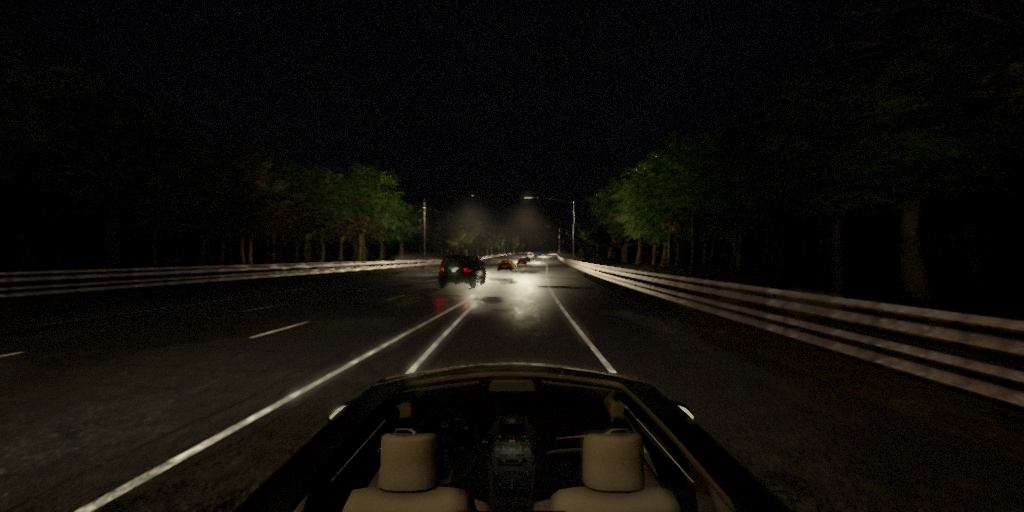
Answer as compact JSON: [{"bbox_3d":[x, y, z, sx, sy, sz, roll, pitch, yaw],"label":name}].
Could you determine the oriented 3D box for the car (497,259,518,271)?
[{"bbox_3d":[-0.740,1.168,47.001,1.882,1.535,5.008,0,0,6],"label":"car"}]

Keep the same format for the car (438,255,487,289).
[{"bbox_3d":[-3.078,0.936,23.104,2.150,2.045,5.566,0,0,6],"label":"car"}]
